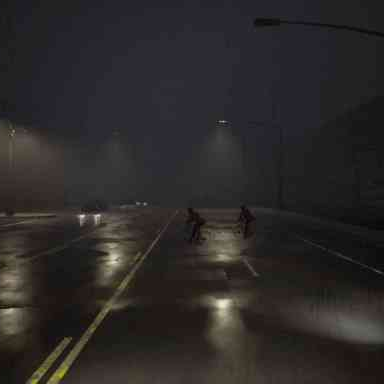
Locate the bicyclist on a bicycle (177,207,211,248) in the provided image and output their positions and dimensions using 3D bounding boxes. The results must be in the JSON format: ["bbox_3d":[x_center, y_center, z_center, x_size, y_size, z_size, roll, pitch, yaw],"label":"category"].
[{"bbox_3d":[0.070,1.453,13.652,1.656,1.620,0.582,0,0,33],"label":"bicyclist on a bicycle"}]

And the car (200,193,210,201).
[{"bbox_3d":[3.316,1.324,80.138,1.837,1.490,4.892,0,1,0],"label":"car"}]

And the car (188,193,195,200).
[{"bbox_3d":[-0.198,1.248,86.320,2.033,1.411,5.357,0,1,0],"label":"car"}]

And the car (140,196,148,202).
[{"bbox_3d":[-10.664,1.530,71.382,1.895,1.301,4.718,0,0,0],"label":"car"}]

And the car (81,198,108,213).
[{"bbox_3d":[-10.682,1.477,36.728,1.882,1.535,5.008,0,0,0],"label":"car"}]

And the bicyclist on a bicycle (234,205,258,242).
[{"bbox_3d":[2.493,1.453,15.460,0.582,1.620,1.656,0,-1,-31],"label":"bicyclist on a bicycle"}]

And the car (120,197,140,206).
[{"bbox_3d":[-10.714,1.547,55.997,2.033,1.411,5.357,0,0,0],"label":"car"}]
